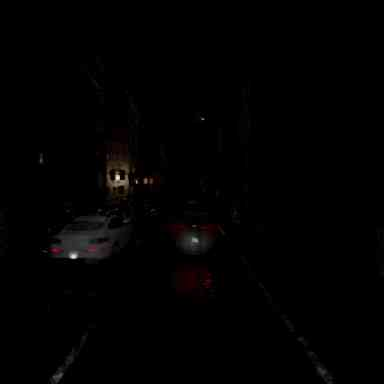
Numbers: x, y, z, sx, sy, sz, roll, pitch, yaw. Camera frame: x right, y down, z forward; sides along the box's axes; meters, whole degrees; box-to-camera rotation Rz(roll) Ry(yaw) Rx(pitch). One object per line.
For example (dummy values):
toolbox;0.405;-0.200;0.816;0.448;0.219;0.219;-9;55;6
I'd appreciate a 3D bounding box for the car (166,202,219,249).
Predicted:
car;0.095;1.420;14.042;1.837;1.490;4.892;0;1;0

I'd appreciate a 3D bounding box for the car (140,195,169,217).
car;-3.144;1.312;29.245;2.128;1.511;4.902;0;1;0

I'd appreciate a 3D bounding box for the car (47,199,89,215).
car;-9.836;1.313;26.700;1.882;1.535;5.008;0;1;0

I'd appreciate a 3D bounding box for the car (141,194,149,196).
car;-9.708;1.092;69.625;2.033;1.411;5.357;0;0;0

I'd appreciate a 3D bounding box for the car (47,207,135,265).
car;-3.162;1.457;11.218;1.812;1.442;4.674;0;0;0

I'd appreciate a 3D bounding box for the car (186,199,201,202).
car;0.109;1.337;30.459;1.812;1.442;4.674;0;1;0

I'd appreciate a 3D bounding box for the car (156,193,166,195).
car;-6.457;0.903;70.347;2.097;1.767;4.553;0;0;0

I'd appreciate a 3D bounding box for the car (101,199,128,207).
car;-6.584;1.352;28.151;1.812;1.442;4.674;0;0;0
